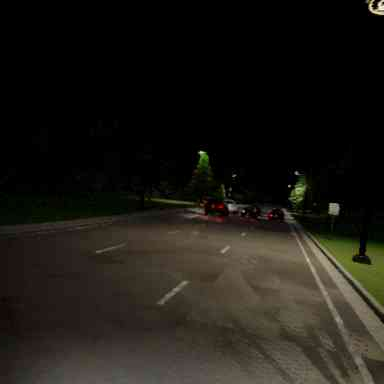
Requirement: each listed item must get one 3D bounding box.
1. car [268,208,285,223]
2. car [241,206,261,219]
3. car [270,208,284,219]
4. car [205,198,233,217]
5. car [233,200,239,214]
[{"bbox_3d":[10.977,3.089,43.154,2.033,1.411,5.357,6,0,16],"label":"car"},{"bbox_3d":[7.732,2.704,44.428,1.812,1.442,4.674,6,0,15],"label":"car"},{"bbox_3d":[13.678,3.396,53.318,1.882,1.535,5.008,6,0,15],"label":"car"},{"bbox_3d":[3.095,1.841,40.580,2.150,2.045,5.566,6,0,15],"label":"car"},{"bbox_3d":[5.769,2.217,50.898,2.150,2.045,5.566,6,0,15],"label":"car"}]
